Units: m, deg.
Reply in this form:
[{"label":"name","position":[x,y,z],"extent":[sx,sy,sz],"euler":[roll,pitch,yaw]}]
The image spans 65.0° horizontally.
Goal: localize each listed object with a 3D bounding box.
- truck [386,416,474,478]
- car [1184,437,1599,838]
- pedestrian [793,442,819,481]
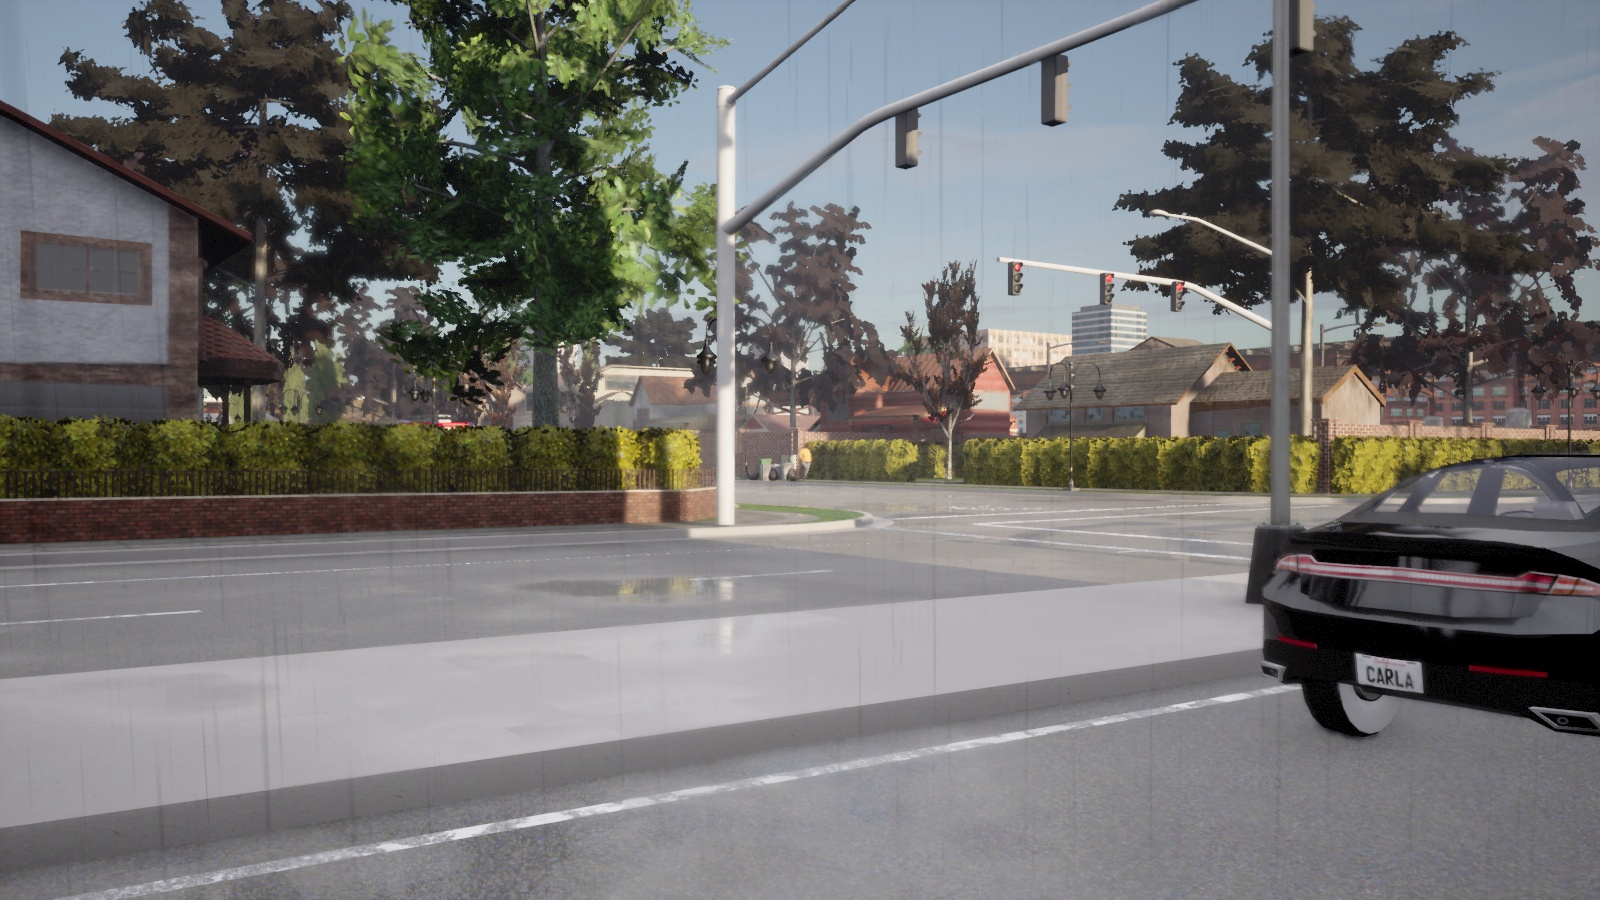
[{"label":"truck","position":[-24.055,-0.190,81.421],"extent":[2.891,3.827,8.468],"euler":[0,0,-35]},{"label":"car","position":[4.548,0.708,6.824],"extent":[4.902,1.511,2.128],"euler":[0,0,-35]},{"label":"pedestrian","position":[0.294,0.560,61.575],"extent":[0.874,1.855,0.900],"euler":[0,0,-34]}]
